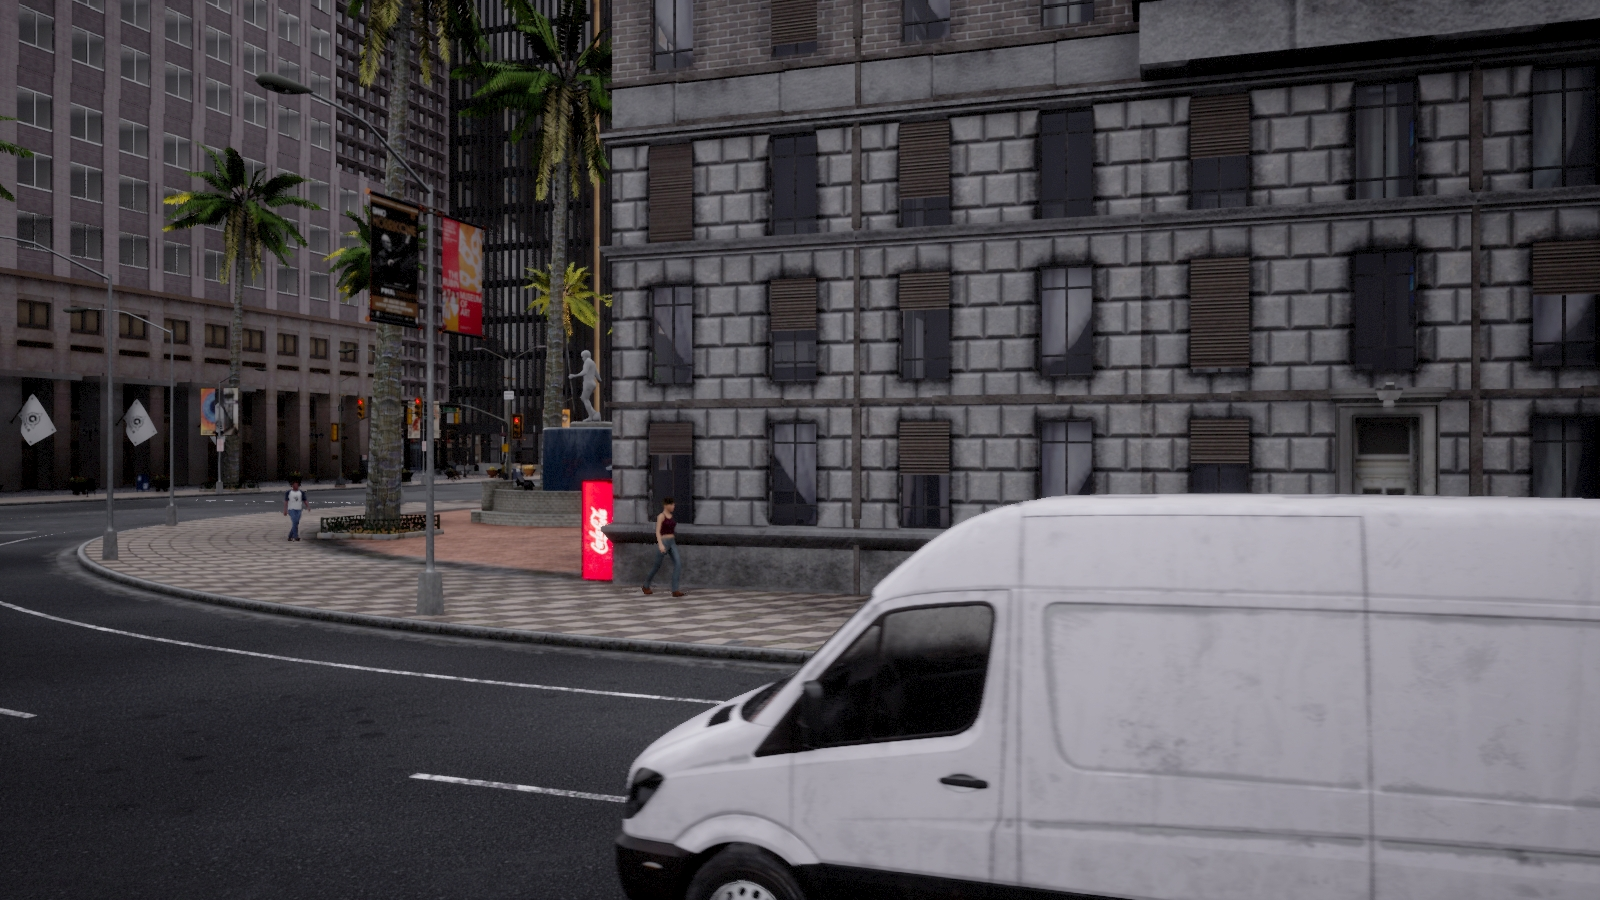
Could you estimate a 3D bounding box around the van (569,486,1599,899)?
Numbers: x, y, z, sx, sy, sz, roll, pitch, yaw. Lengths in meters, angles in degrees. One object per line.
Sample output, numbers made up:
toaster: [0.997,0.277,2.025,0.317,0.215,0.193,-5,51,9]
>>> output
van: [1.864,1.534,6.190,5.915,2.561,1.988,0,0,19]

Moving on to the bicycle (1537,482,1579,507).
bicycle: [38.777,2.265,58.439,0.329,1.171,1.835,1,1,-25]

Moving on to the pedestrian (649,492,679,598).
pedestrian: [-2.446,1.696,20.563,0.375,1.860,0.375,0,0,34]

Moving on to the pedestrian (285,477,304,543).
pedestrian: [-14.453,1.696,32.668,0.375,1.860,0.375,0,0,-43]
